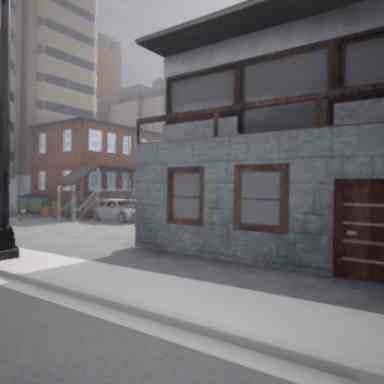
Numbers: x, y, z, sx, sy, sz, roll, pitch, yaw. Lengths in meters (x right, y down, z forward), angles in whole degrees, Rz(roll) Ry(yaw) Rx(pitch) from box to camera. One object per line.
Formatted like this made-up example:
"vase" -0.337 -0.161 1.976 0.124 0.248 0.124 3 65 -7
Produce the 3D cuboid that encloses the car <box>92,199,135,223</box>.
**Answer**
"car" -4.754 1.207 21.962 3.806 1.475 1.970 0 0 36
